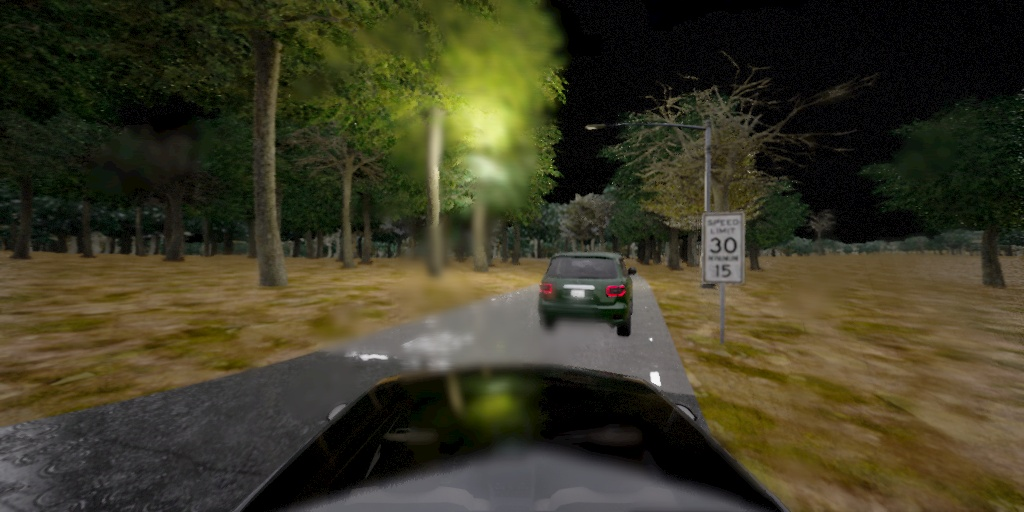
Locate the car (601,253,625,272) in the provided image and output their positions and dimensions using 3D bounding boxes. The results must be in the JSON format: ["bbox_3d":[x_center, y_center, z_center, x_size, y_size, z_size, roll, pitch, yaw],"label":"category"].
[{"bbox_3d":[11.264,0.692,40.450,2.150,2.045,5.566,0,0,11],"label":"car"}]

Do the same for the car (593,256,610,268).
[{"bbox_3d":[13.082,0.843,52.681,1.812,1.442,4.674,-1,1,6],"label":"car"}]

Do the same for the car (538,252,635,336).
[{"bbox_3d":[2.362,0.917,10.501,2.150,2.045,5.566,0,0,19],"label":"car"}]

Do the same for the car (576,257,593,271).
[{"bbox_3d":[9.064,0.927,45.009,1.882,1.535,5.008,0,1,9],"label":"car"}]
